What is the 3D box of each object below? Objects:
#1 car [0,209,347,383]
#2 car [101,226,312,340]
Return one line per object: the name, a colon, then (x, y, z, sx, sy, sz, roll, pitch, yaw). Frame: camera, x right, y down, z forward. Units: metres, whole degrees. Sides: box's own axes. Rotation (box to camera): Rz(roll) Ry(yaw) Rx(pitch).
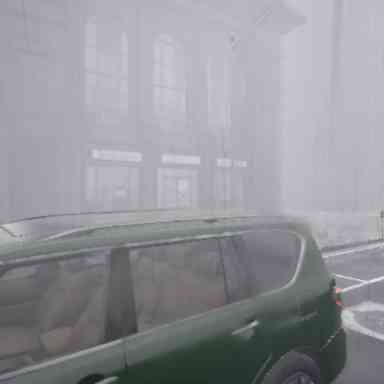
car: (-1.037, 1.220, 2.637, 5.566, 2.045, 2.150, 0, 0, -35)
car: (0.455, 1.573, 6.971, 4.206, 1.307, 1.802, 0, 0, -35)
